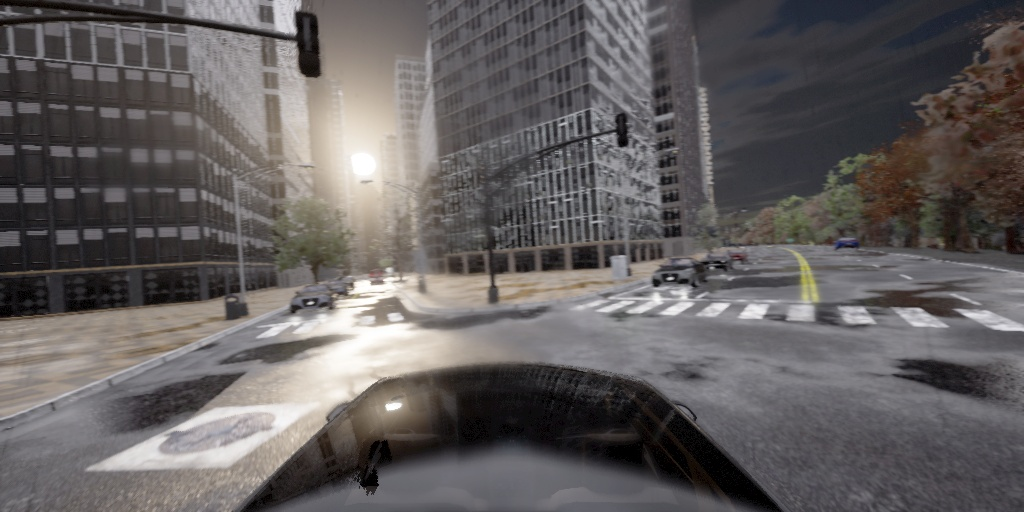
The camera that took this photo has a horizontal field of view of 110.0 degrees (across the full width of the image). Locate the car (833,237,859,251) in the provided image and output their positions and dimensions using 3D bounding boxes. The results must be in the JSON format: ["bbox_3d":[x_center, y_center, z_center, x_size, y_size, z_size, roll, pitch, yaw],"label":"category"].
[{"bbox_3d":[41.141,-1.559,44.231,1.882,1.535,5.008,-3,-2,36],"label":"car"}]

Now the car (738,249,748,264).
[{"bbox_3d":[21.316,0.031,34.371,1.895,1.301,4.718,-4,0,38],"label":"car"}]

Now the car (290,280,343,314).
[{"bbox_3d":[-11.092,2.325,20.322,1.994,1.385,4.181,-4,-1,-21],"label":"car"}]

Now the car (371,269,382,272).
[{"bbox_3d":[-22.426,3.259,59.583,2.150,2.045,5.566,-4,-1,-21],"label":"car"}]

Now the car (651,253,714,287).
[{"bbox_3d":[8.617,0.788,18.319,1.994,1.385,4.181,-4,0,39],"label":"car"}]

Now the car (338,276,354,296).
[{"bbox_3d":[-14.573,2.680,29.626,1.994,1.385,4.181,-4,-1,-21],"label":"car"}]

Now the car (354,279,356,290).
[{"bbox_3d":[-18.221,2.997,39.380,1.837,1.490,4.892,-4,-1,-21],"label":"car"}]

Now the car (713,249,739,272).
[{"bbox_3d":[15.034,0.423,26.345,1.895,1.301,4.718,-4,0,38],"label":"car"}]

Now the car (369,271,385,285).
[{"bbox_3d":[-18.898,3.271,50.283,1.895,1.301,4.718,-4,-1,-21],"label":"car"}]
